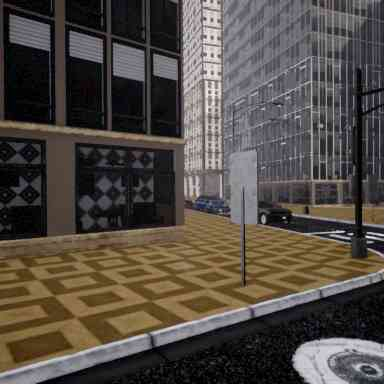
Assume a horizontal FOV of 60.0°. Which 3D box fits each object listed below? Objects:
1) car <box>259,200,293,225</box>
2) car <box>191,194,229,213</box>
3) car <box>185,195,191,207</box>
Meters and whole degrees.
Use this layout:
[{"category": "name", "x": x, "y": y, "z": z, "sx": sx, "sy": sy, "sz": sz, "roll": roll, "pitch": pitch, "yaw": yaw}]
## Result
[{"category": "car", "x": 4.888, "y": 1.278, "z": 22.856, "sx": 1.882, "sy": 1.535, "sz": 5.008, "roll": -1, "pitch": 1, "yaw": -19}, {"category": "car", "x": 1.839, "y": 1.020, "z": 31.929, "sx": 2.097, "sy": 1.767, "sz": 4.553, "roll": -1, "pitch": 1, "yaw": -19}, {"category": "car", "x": -1.315, "y": 1.094, "z": 41.349, "sx": 1.994, "sy": 1.385, "sz": 4.181, "roll": -1, "pitch": 1, "yaw": -18}]
